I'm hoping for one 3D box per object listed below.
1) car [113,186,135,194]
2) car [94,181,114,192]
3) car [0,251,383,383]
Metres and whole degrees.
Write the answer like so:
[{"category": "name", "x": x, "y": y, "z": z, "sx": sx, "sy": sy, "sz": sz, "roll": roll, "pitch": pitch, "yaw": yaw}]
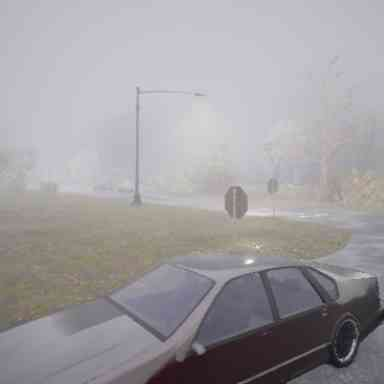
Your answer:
[{"category": "car", "x": -10.303, "y": -0.322, "z": 52.816, "sx": 1.895, "sy": 1.301, "sz": 4.718, "roll": 0, "pitch": 2, "yaw": -36}, {"category": "car", "x": -16.121, "y": -1.023, "z": 60.940, "sx": 2.150, "sy": 2.045, "sz": 5.566, "roll": 0, "pitch": 2, "yaw": -36}, {"category": "car", "x": 0.339, "y": 1.531, "z": 4.119, "sx": 5.357, "sy": 1.411, "sz": 2.033, "roll": 0, "pitch": 0, "yaw": -35}]
